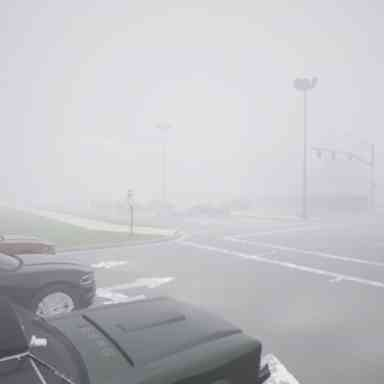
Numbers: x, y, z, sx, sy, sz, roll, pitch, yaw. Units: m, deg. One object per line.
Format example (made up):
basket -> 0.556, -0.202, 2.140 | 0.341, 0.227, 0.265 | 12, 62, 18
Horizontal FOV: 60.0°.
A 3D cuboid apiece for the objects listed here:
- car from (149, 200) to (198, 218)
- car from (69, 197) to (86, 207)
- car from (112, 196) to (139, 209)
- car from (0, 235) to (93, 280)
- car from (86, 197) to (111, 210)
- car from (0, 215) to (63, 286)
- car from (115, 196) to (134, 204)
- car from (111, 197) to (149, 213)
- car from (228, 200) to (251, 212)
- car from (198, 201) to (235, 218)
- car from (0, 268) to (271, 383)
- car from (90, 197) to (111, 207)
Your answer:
car -> -1.873, 1.715, 31.499 | 1.895, 1.301, 4.718 | 0, 0, -36
car -> -18.624, 1.589, 54.568 | 1.882, 1.535, 5.008 | 0, 0, -35
car -> -9.672, 1.488, 48.114 | 2.097, 1.767, 4.553 | 0, 0, -36
car -> -4.045, 1.475, 5.178 | 5.008, 1.535, 1.882 | 0, 0, -35
car -> -12.542, 1.590, 46.119 | 1.882, 1.535, 5.008 | 0, 0, -36
car -> -5.985, 1.475, 8.098 | 5.008, 1.535, 1.882 | 0, 0, -35
car -> -13.721, 1.669, 67.694 | 1.882, 1.535, 5.008 | 0, 0, -36
car -> -7.204, 1.465, 38.794 | 2.097, 1.767, 4.553 | 0, 0, -36
car -> 5.195, 1.686, 41.653 | 2.128, 1.511, 4.902 | 0, 0, -36
car -> 1.670, 1.739, 32.584 | 1.895, 1.301, 4.718 | 0, 0, -36
car -> -1.574, 1.602, 2.637 | 4.718, 1.301, 1.895 | 0, 0, -35
car -> -15.539, 1.640, 56.271 | 1.837, 1.490, 4.892 | 0, 0, -35
